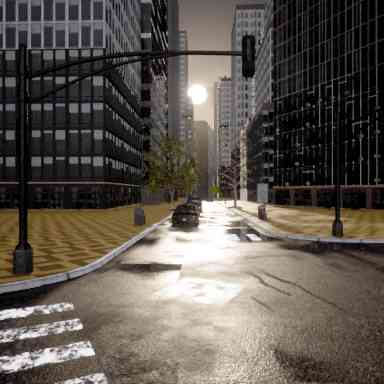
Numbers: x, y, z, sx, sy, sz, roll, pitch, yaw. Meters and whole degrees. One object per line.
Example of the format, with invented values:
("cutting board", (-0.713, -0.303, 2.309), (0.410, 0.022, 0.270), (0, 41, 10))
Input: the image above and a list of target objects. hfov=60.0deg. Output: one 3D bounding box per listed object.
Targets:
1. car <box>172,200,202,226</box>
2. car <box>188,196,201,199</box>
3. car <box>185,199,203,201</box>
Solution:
("car", (-0.433, 1.654, 25.415), (1.882, 1.535, 5.008), (0, 0, 2))
("car", (0.311, 1.554, 46.281), (2.150, 2.045, 5.566), (0, 0, 2))
("car", (-0.068, 1.777, 35.628), (1.812, 1.442, 4.674), (0, 0, 2))
